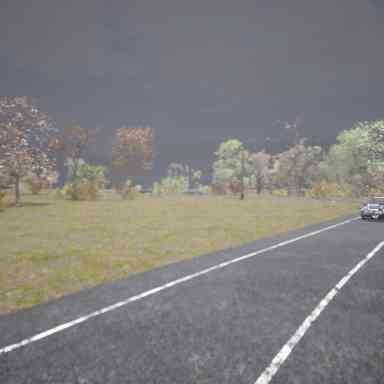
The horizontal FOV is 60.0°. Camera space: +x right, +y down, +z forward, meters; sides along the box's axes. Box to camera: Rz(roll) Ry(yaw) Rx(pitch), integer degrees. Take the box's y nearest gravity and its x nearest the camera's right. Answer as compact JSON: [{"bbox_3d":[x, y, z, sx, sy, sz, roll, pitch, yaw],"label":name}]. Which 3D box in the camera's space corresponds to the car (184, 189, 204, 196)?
[{"bbox_3d":[0.342,0.103,74.946,4.902,1.511,2.128,1,1,37],"label":"car"}]

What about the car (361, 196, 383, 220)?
[{"bbox_3d":[14.486,1.213,25.598,2.097,1.767,4.553,-1,0,37],"label":"car"}]

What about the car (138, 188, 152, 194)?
[{"bbox_3d":[-11.707,-0.199,83.890,4.892,1.490,1.837,1,1,37],"label":"car"}]
